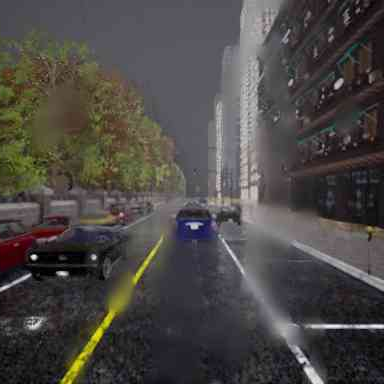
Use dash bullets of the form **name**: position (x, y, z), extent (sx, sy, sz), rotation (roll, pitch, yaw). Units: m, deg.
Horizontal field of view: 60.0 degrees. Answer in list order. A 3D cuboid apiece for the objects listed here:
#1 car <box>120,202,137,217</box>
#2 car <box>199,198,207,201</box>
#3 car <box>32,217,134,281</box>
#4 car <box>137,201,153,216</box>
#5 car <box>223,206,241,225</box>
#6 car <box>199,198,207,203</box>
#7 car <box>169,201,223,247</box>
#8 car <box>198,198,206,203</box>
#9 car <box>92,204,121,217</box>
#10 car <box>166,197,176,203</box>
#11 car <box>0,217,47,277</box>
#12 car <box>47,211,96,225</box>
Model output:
- **car**: position (-5.688, 1.617, 25.193), extent (1.967, 1.590, 4.097), rotation (0, 0, 0)
- **car**: position (2.693, 2.160, 79.724), extent (1.947, 1.339, 4.313), rotation (0, 0, 0)
- **car**: position (-3.102, 1.672, 10.192), extent (1.895, 1.301, 4.718), rotation (0, 0, 0)
- **car**: position (-5.765, 1.808, 36.268), extent (2.008, 1.369, 4.403), rotation (0, 0, 0)
- **car**: position (2.692, 1.729, 25.194), extent (2.008, 1.369, 4.403), rotation (0, 0, 0)
- **car**: position (2.693, 2.206, 85.357), extent (1.947, 1.339, 4.313), rotation (0, 0, 0)
- **car**: position (0.099, 1.461, 15.653), extent (2.097, 1.767, 4.553), rotation (0, 0, 0)
- **car**: position (2.693, 2.252, 90.989), extent (1.947, 1.339, 4.313), rotation (0, 0, 0)
- **car**: position (-5.688, 1.662, 19.483), extent (1.752, 1.417, 4.829), rotation (0, 0, 0)
- **car**: position (-5.687, 2.221, 85.357), extent (1.802, 1.307, 4.206), rotation (0, 0, 0)
- **car**: position (-5.688, 1.500, 8.577), extent (1.967, 1.590, 4.097), rotation (0, 0, 0)
- **car**: position (-5.688, 1.680, 14.115), extent (1.802, 1.307, 4.206), rotation (0, 0, 0)
